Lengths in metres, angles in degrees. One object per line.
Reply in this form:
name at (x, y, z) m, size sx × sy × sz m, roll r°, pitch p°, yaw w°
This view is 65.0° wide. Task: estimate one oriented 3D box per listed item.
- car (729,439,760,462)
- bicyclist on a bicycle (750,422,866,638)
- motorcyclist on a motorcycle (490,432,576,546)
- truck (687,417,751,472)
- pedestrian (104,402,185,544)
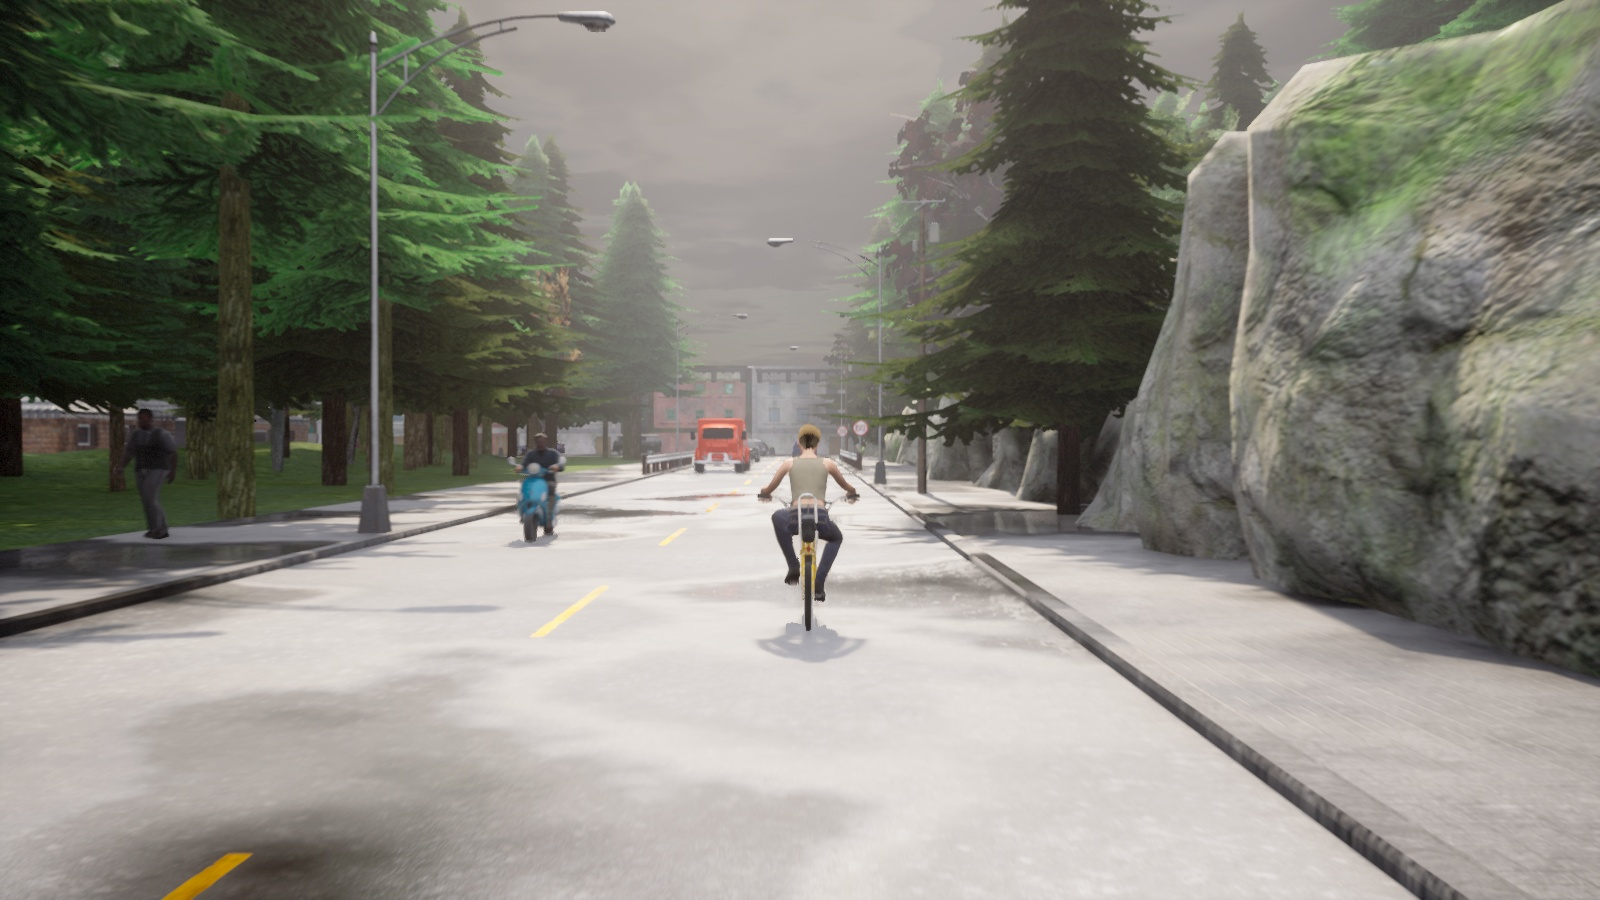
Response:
car at (-3.635, 0.019, 83.095) m, size 1.837 × 1.490 × 4.892 m, roll 0°, pitch 0°, yaw 0°
bicyclist on a bicycle at (0.068, 0.594, 10.132) m, size 0.866 × 1.612 × 1.509 m, roll 0°, pitch 0°, yaw 1°
motorcyclist on a motorcycle at (-3.880, 0.535, 18.414) m, size 0.866 × 1.590 × 1.817 m, roll 0°, pitch 1°, yaw 0°
truck at (-3.670, -0.250, 58.175) m, size 2.627 × 2.467 × 5.204 m, roll 0°, pitch 0°, yaw 0°
pedestrian at (-8.886, 0.299, 17.049) m, size 0.563 × 1.883 × 0.849 m, roll 0°, pitch 1°, yaw 11°
